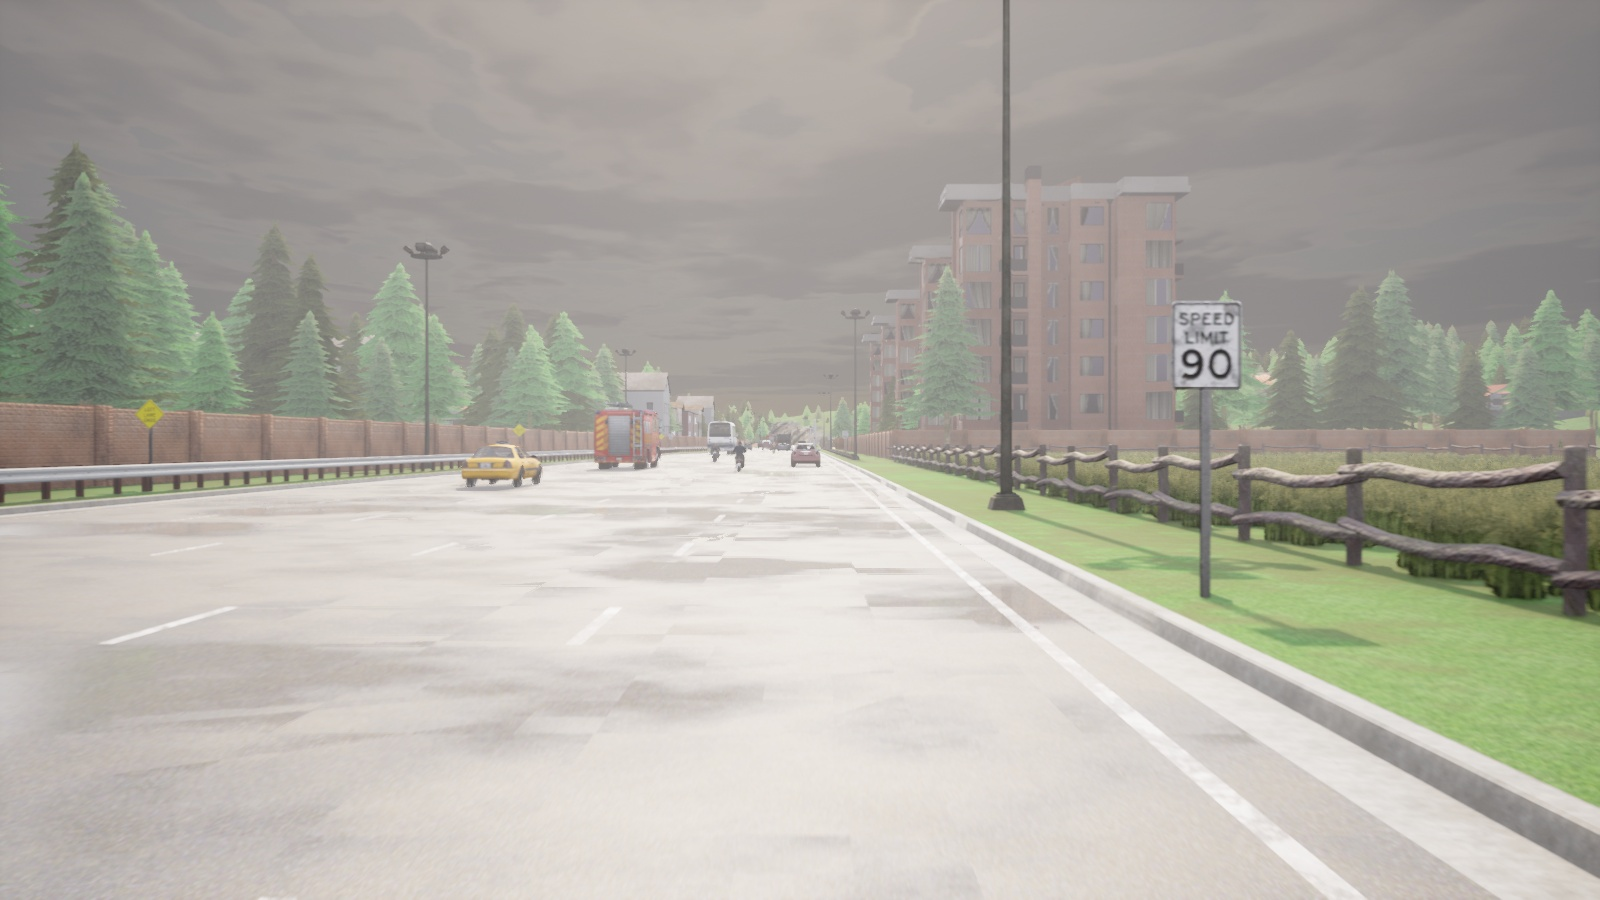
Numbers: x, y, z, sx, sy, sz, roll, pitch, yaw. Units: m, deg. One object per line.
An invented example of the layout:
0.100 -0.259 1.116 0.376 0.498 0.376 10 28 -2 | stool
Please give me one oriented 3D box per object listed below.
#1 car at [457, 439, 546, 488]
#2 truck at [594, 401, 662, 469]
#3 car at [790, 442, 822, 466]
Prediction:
-10.238 0.432 43.472 1.801 1.575 5.366 0 0 0 | car
-10.137 -0.848 74.832 2.891 3.827 8.468 0 0 0 | truck
0.361 0.263 79.734 1.970 1.475 3.806 0 0 0 | car
